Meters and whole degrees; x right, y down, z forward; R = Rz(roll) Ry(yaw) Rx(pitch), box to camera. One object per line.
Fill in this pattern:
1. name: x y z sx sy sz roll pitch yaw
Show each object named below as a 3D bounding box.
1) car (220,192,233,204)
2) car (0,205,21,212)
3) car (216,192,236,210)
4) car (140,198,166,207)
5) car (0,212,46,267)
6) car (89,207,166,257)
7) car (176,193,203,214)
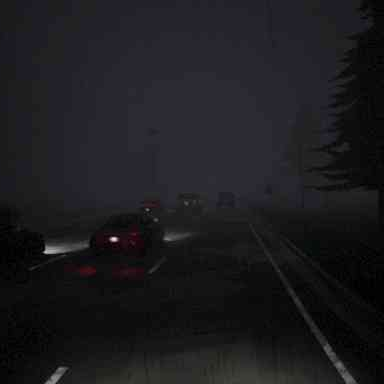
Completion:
1. car: 5.882 0.948 57.871 2.150 2.045 5.566 0 0 5
2. car: -13.220 1.492 21.372 1.895 1.301 4.718 0 0 6
3. car: 4.167 1.032 40.560 2.150 2.045 5.566 0 1 6
4. car: -3.766 1.348 32.403 1.837 1.490 4.892 0 0 6
5. car: -6.137 1.514 9.740 1.994 1.385 4.181 0 0 5
6. car: -2.335 1.501 12.797 1.994 1.385 4.181 0 0 6
7. car: -0.196 1.065 32.744 2.150 2.045 5.566 0 0 7
